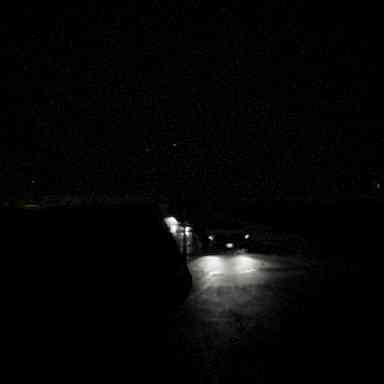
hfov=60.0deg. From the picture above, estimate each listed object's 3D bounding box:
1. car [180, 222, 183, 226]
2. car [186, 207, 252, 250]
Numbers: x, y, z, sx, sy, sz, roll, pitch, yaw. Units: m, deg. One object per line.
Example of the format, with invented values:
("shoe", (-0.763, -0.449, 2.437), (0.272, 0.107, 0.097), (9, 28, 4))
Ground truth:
("car", (-0.140, 1.702, 25.658), (2.033, 1.411, 5.357), (-1, 0, -7))
("car", (1.101, 1.617, 15.014), (2.033, 1.411, 5.357), (-1, 0, -7))
